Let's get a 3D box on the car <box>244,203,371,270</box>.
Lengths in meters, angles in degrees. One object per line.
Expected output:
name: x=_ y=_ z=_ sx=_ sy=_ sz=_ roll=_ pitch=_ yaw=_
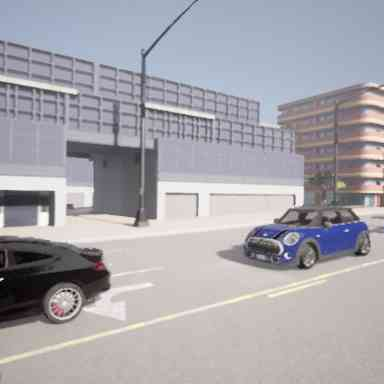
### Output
car: x=3.852 y=1.283 z=10.973 sx=4.553 sy=1.767 sz=2.097 roll=-1 pitch=0 yaw=-35

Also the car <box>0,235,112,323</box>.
car: x=-3.713 y=1.523 z=5.626 sx=4.674 sy=1.442 sz=1.812 roll=0 pitch=0 yaw=-35
